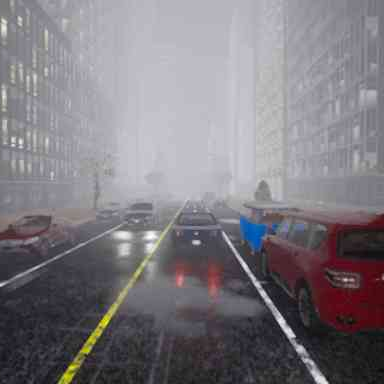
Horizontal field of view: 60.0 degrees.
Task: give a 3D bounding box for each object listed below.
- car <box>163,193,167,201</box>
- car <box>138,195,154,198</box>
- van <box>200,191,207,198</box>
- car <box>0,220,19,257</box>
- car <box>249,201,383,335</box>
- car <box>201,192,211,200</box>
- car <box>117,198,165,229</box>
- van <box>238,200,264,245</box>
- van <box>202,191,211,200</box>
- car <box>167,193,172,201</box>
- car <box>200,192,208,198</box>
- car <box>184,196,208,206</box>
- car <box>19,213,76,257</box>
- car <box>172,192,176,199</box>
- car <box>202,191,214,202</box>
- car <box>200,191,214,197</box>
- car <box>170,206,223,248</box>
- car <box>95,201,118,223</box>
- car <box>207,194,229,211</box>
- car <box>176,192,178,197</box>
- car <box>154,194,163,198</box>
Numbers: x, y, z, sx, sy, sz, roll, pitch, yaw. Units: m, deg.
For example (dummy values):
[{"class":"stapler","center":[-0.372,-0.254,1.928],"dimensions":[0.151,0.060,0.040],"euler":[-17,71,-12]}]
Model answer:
[{"class":"car","center":[-5.419,1.011,52.083],"dimensions":[1.967,1.590,4.097],"euler":[0,0,0]},{"class":"car","center":[-5.512,1.260,35.034],"dimensions":[2.008,1.369,4.403],"euler":[0,0,0]},{"class":"van","center":[3.179,0.593,91.820],"dimensions":[1.690,1.788,3.998],"euler":[0,0,0]},{"class":"car","center":[-5.670,1.490,6.617],"dimensions":[2.008,1.369,4.403],"euler":[0,0,0]},{"class":"car","center":[2.709,1.264,6.569],"dimensions":[2.192,1.841,5.009],"euler":[0,0,0]},{"class":"car","center":[3.086,0.834,74.771],"dimensions":[1.967,1.590,4.097],"euler":[0,0,0]},{"class":"car","center":[-2.981,1.335,20.460],"dimensions":[1.837,1.490,4.892],"euler":[0,0,0]},{"class":"van","center":[2.741,1.244,12.253],"dimensions":[1.690,1.788,3.998],"euler":[0,0,0]},{"class":"van","center":[3.054,0.782,69.087],"dimensions":[1.690,1.788,3.998],"euler":[0,0,0]},{"class":"car","center":[-5.357,1.004,63.281],"dimensions":[1.752,1.417,4.829],"euler":[0,0,0]},{"class":"car","center":[3.148,0.739,86.138],"dimensions":[1.967,1.590,4.097],"euler":[0,0,0]},{"class":"car","center":[0.265,1.350,30.928],"dimensions":[1.895,1.301,4.718],"euler":[0,0,0]},{"class":"car","center":[-5.637,1.476,12.301],"dimensions":[1.802,1.307,4.206],"euler":[0,0,0]},{"class":"car","center":[-5.294,0.950,74.818],"dimensions":[1.947,1.339,4.313],"euler":[0,0,0]},{"class":"car","center":[3.022,0.802,63.404],"dimensions":[2.192,1.841,5.009],"euler":[0,0,0]},{"class":"car","center":[2.991,0.849,57.720],"dimensions":[2.192,1.841,5.009],"euler":[0,0,0]},{"class":"car","center":[0.172,1.486,14.056],"dimensions":[1.895,1.301,4.718],"euler":[0,0,0]},{"class":"car","center":[-5.575,1.352,23.668],"dimensions":[2.008,1.369,4.403],"euler":[0,0,0]},{"class":"car","center":[2.868,1.270,34.988],"dimensions":[2.008,1.369,4.403],"euler":[0,0,0]},{"class":"car","center":[-5.231,0.841,86.185],"dimensions":[2.008,1.369,4.403],"euler":[0,0,0]},{"class":"car","center":[-5.450,1.199,46.401],"dimensions":[1.802,1.307,4.206],"euler":[0,0,0]}]
